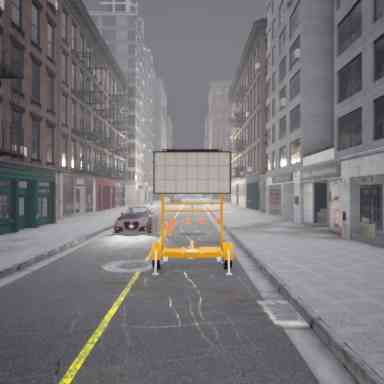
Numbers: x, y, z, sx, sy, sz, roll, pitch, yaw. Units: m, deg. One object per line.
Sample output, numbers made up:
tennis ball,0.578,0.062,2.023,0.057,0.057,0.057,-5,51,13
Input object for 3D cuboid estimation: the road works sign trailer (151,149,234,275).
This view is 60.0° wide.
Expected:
road works sign trailer,0.009,0.462,10.413,2.380,3.560,2.880,0,0,0

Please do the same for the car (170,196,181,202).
car,-3.050,1.440,61.363,1.882,1.535,5.008,0,0,0

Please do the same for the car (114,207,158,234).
car,-3.095,1.559,18.945,1.994,1.385,4.181,0,0,0
